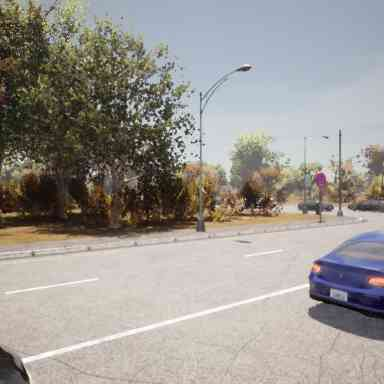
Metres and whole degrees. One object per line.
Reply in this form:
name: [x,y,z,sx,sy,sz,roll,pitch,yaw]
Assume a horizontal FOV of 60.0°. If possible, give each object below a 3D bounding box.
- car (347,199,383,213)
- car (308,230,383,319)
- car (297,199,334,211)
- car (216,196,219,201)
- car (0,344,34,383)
car: [20.340,1.542,37.325,2.033,1.411,5.357,0,0,-32]
car: [4.283,1.525,6.809,4.674,1.442,1.812,0,0,-36]
car: [14.613,1.559,39.458,1.994,1.385,4.181,0,0,-32]
car: [3.980,1.454,56.278,1.812,1.442,4.674,0,1,-32]
car: [-3.315,1.492,1.381,4.902,1.511,2.128,0,0,-36]
